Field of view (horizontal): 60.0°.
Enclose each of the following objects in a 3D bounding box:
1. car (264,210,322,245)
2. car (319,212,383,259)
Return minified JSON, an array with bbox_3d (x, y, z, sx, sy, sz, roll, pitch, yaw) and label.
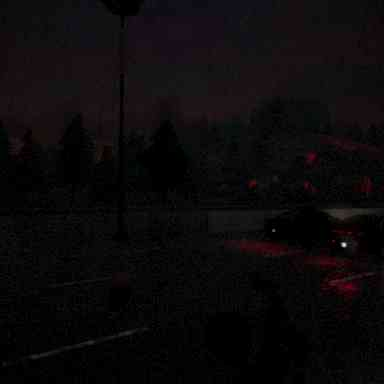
[{"bbox_3d":[5.769,1.601,16.165,5.008,1.535,1.882,0,0,-32],"label":"car"},{"bbox_3d":[7.475,1.630,13.108,4.892,1.490,1.837,0,0,-32],"label":"car"}]
